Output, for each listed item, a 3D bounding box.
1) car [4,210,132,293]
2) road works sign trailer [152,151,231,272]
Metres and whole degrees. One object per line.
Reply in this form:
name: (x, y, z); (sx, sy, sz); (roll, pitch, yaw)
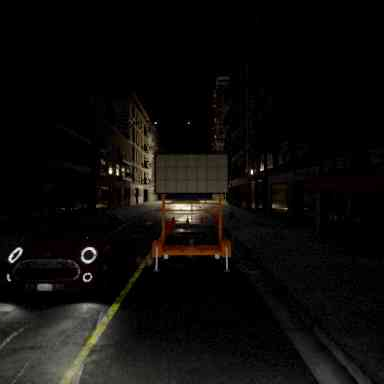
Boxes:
car: (-3.016, 1.355, 9.033); (2.097, 1.767, 4.553); (0, 0, 0)
road works sign trailer: (-0.006, 0.468, 10.818); (2.380, 3.560, 2.880); (0, 0, 0)
